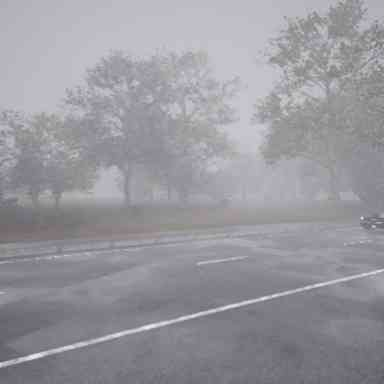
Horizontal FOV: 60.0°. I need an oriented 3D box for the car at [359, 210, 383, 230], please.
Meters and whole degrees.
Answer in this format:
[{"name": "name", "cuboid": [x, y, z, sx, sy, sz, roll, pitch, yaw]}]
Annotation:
[{"name": "car", "cuboid": [11.825, 1.559, 19.116, 4.718, 1.301, 1.895, 0, 0, -28]}]
